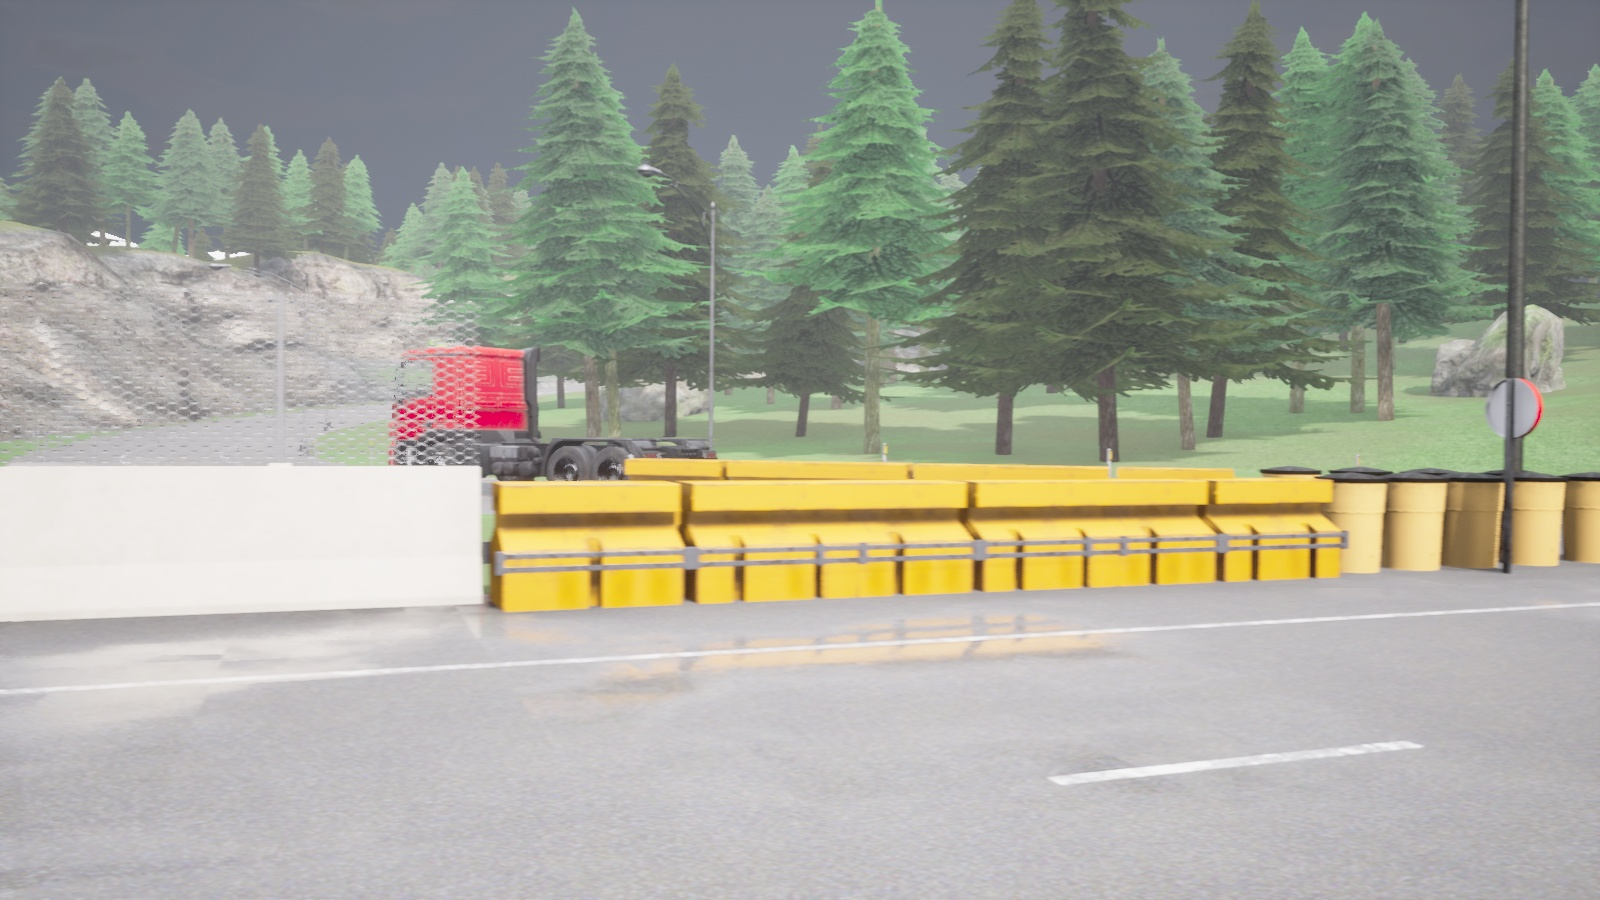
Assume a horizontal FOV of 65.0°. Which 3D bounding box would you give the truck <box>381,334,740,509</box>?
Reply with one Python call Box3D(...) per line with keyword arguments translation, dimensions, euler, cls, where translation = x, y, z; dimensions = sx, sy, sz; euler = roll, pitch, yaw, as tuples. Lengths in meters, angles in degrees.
Box3D(translation=(-5.480, -0.583, 28.175), dimensions=(7.936, 3.462, 2.891), euler=(0, 1, 31), cls="truck")
